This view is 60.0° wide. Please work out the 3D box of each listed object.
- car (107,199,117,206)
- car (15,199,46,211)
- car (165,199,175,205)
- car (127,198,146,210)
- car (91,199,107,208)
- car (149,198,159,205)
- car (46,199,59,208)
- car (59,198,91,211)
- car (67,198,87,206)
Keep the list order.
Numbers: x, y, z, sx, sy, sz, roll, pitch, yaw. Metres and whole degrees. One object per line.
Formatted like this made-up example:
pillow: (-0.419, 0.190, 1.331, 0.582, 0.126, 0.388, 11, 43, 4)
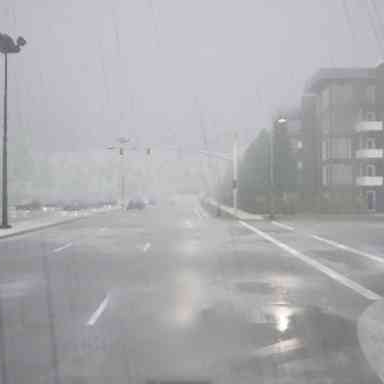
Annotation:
car: (-16.127, 2.021, 65.786, 2.033, 1.411, 5.357, 0, 0, 0)
car: (-23.187, 1.819, 47.430, 1.882, 1.535, 5.008, 0, 0, 0)
car: (-4.511, 2.099, 69.327, 1.895, 1.301, 4.718, 0, 0, 0)
car: (-8.038, 1.701, 48.536, 2.097, 1.767, 4.553, 0, 0, 0)
car: (-16.203, 1.876, 55.367, 1.882, 1.535, 5.008, 0, 0, 1)
car: (-8.082, 2.010, 70.813, 1.837, 1.490, 4.892, 0, 0, 0)
car: (-23.165, 1.955, 56.589, 2.033, 1.411, 5.357, 0, 0, 1)
car: (-16.199, 1.685, 46.257, 2.097, 1.767, 4.553, 0, 0, 0)
car: (-23.117, 2.022, 66.991, 2.033, 1.411, 5.357, 0, 0, 0)
